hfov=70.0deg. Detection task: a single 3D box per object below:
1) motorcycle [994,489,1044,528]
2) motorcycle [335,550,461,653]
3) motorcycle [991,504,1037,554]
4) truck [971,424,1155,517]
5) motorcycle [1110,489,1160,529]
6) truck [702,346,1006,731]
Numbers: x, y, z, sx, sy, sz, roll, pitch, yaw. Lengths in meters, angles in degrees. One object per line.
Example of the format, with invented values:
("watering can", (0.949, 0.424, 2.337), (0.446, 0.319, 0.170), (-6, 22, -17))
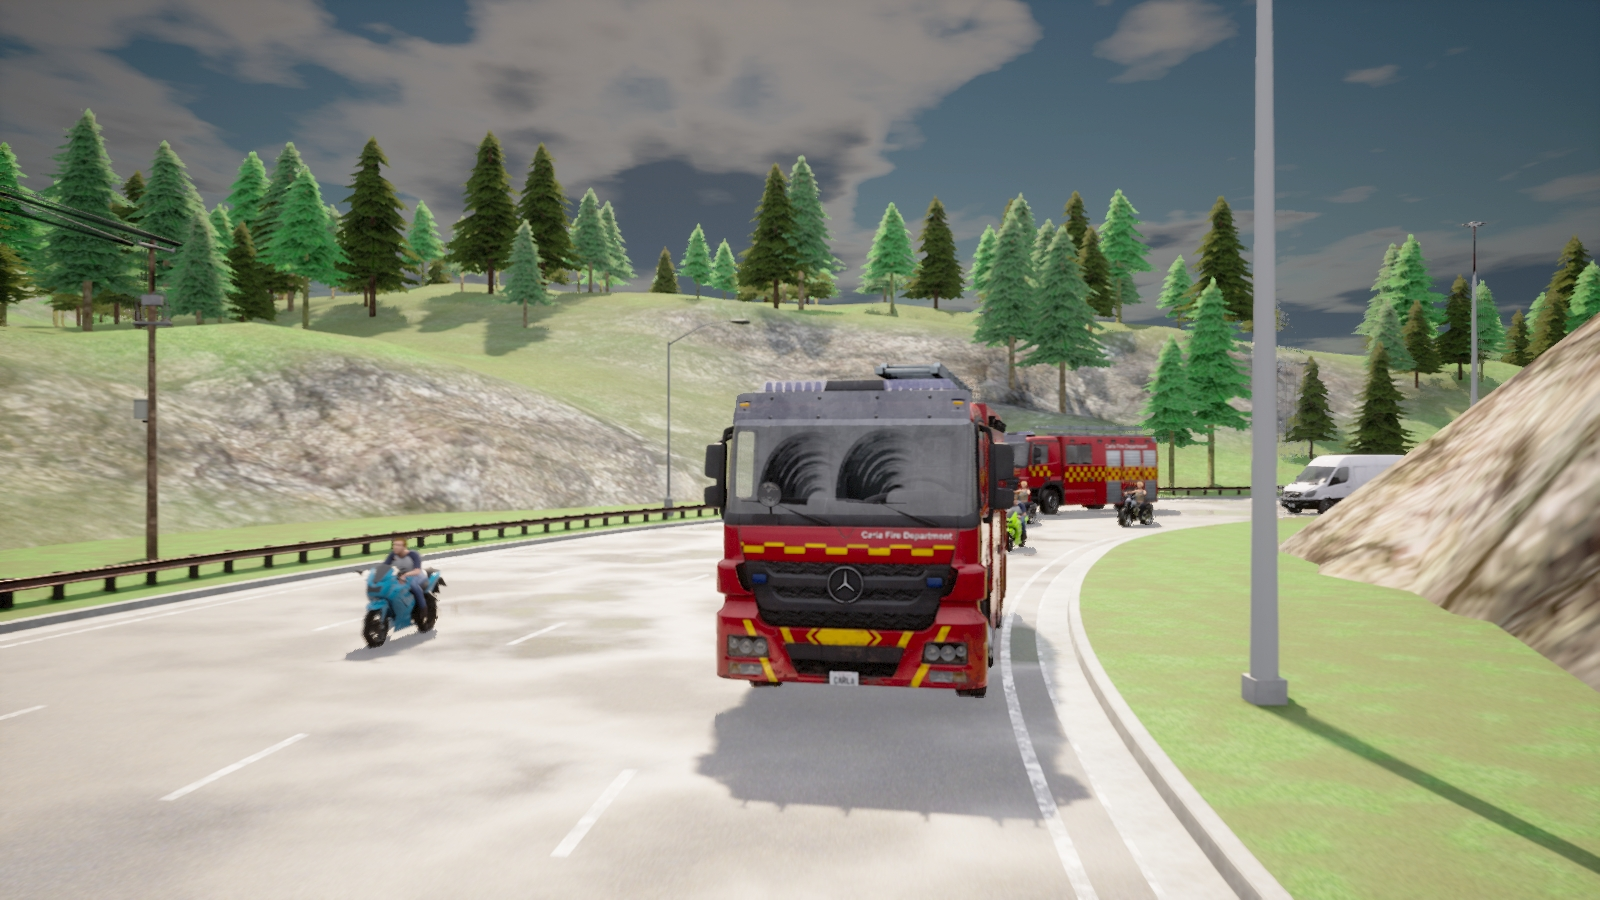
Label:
("motorcycle", (8.024, 2.125, 41.823), (0.764, 1.307, 2.356), (1, 1, 39))
("motorcycle", (-5.835, 2.172, 16.723), (0.803, 1.199, 2.033), (2, 0, 10))
("motorcycle", (5.932, 2.162, 31.567), (0.803, 1.199, 2.033), (0, 1, 24))
("truck", (11.822, 0.855, 50.918), (8.468, 3.827, 2.891), (0, 0, -33))
("motorcycle", (12.152, 2.126, 41.395), (0.764, 1.307, 2.356), (0, 0, 43))
("truck", (1.259, 0.879, 15.789), (2.891, 3.827, 8.468), (0, 0, 12))
